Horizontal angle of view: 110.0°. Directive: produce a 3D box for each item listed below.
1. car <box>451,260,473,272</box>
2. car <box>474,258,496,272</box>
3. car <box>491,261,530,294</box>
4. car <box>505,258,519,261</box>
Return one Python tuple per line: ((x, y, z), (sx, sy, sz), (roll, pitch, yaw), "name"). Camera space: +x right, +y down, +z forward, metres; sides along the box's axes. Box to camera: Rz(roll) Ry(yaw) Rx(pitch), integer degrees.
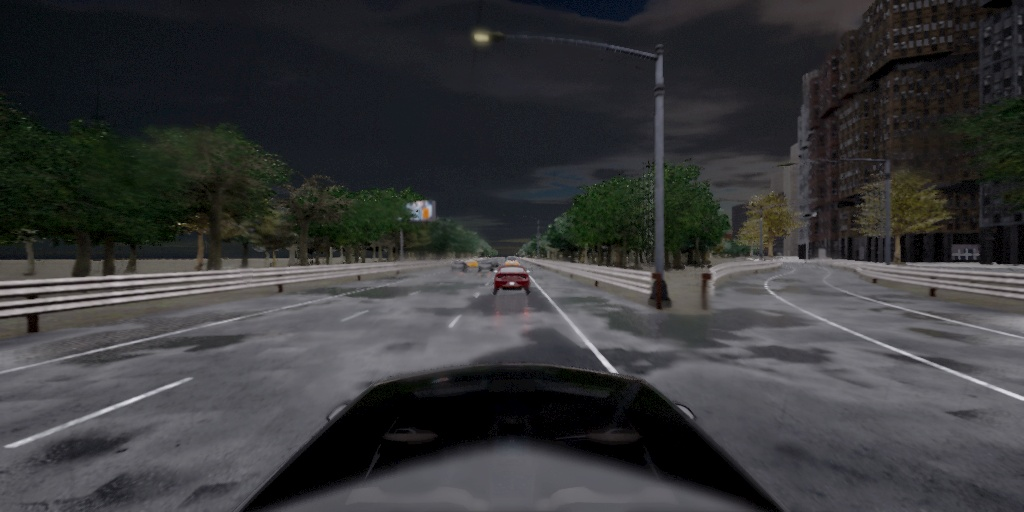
((-6.993, 1.319, 48.570), (2.128, 1.511, 4.902), (0, 0, 0), "car")
((-3.493, 1.319, 48.638), (2.128, 1.511, 4.902), (0, 0, 0), "car")
((0.001, 1.238, 20.558), (1.882, 1.535, 5.008), (0, 0, 0), "car")
((-0.004, 1.309, 44.357), (1.882, 1.535, 5.008), (0, 0, 0), "car")
